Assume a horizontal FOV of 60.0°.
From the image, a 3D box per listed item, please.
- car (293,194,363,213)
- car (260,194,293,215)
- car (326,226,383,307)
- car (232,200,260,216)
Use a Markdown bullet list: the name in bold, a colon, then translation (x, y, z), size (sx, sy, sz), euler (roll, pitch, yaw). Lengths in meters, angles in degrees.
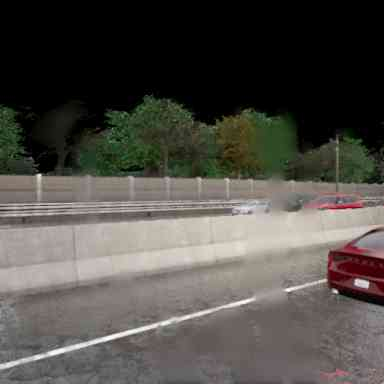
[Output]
- **car**: translation (10.163, 1.175, 24.056), size (5.566, 2.045, 2.150), euler (0, 0, -35)
- **car**: translation (8.501, 1.174, 27.166), size (5.566, 2.045, 2.150), euler (0, 0, -35)
- **car**: translation (5.016, 1.460, 7.308), size (5.008, 1.535, 1.882), euler (0, 0, -35)
- **car**: translation (5.669, 1.480, 29.448), size (4.674, 1.442, 1.812), euler (0, 0, -35)
